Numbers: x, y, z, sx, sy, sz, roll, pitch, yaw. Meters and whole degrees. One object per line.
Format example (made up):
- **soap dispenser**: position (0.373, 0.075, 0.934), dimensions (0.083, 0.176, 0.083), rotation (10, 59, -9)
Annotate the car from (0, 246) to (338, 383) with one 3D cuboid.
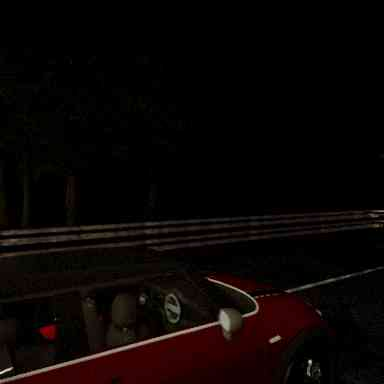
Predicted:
- **car**: position (-0.597, 1.349, 3.264), dimensions (4.553, 1.767, 2.097), rotation (0, 0, -35)
